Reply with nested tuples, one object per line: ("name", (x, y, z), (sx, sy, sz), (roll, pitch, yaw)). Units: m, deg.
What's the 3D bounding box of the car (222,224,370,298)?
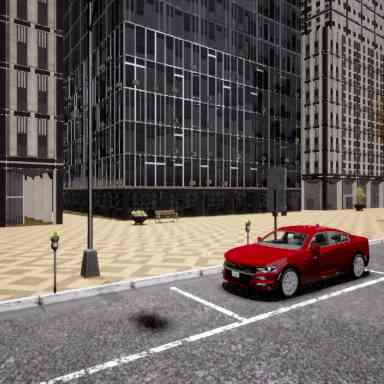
("car", (2.774, 1.545, 8.528), (4.507, 1.381, 1.887), (0, 0, -35))
